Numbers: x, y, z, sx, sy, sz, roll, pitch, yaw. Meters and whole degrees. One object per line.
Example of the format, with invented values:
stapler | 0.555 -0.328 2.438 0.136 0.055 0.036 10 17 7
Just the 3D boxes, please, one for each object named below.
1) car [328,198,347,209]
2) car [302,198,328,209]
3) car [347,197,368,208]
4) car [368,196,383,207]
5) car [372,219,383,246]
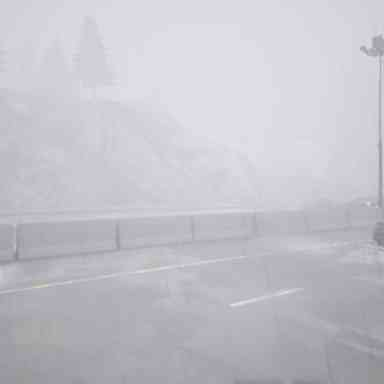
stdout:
car | 17.976 1.335 37.129 4.674 1.442 1.812 0 0 -21
car | 15.335 1.364 39.818 4.181 1.385 1.994 0 0 -22
car | 18.393 1.178 33.516 4.553 1.767 2.097 0 0 -22
car | 18.511 1.194 29.769 4.553 1.767 2.097 0 0 -23
car | 9.237 1.453 13.404 4.674 1.442 1.812 0 0 -29
